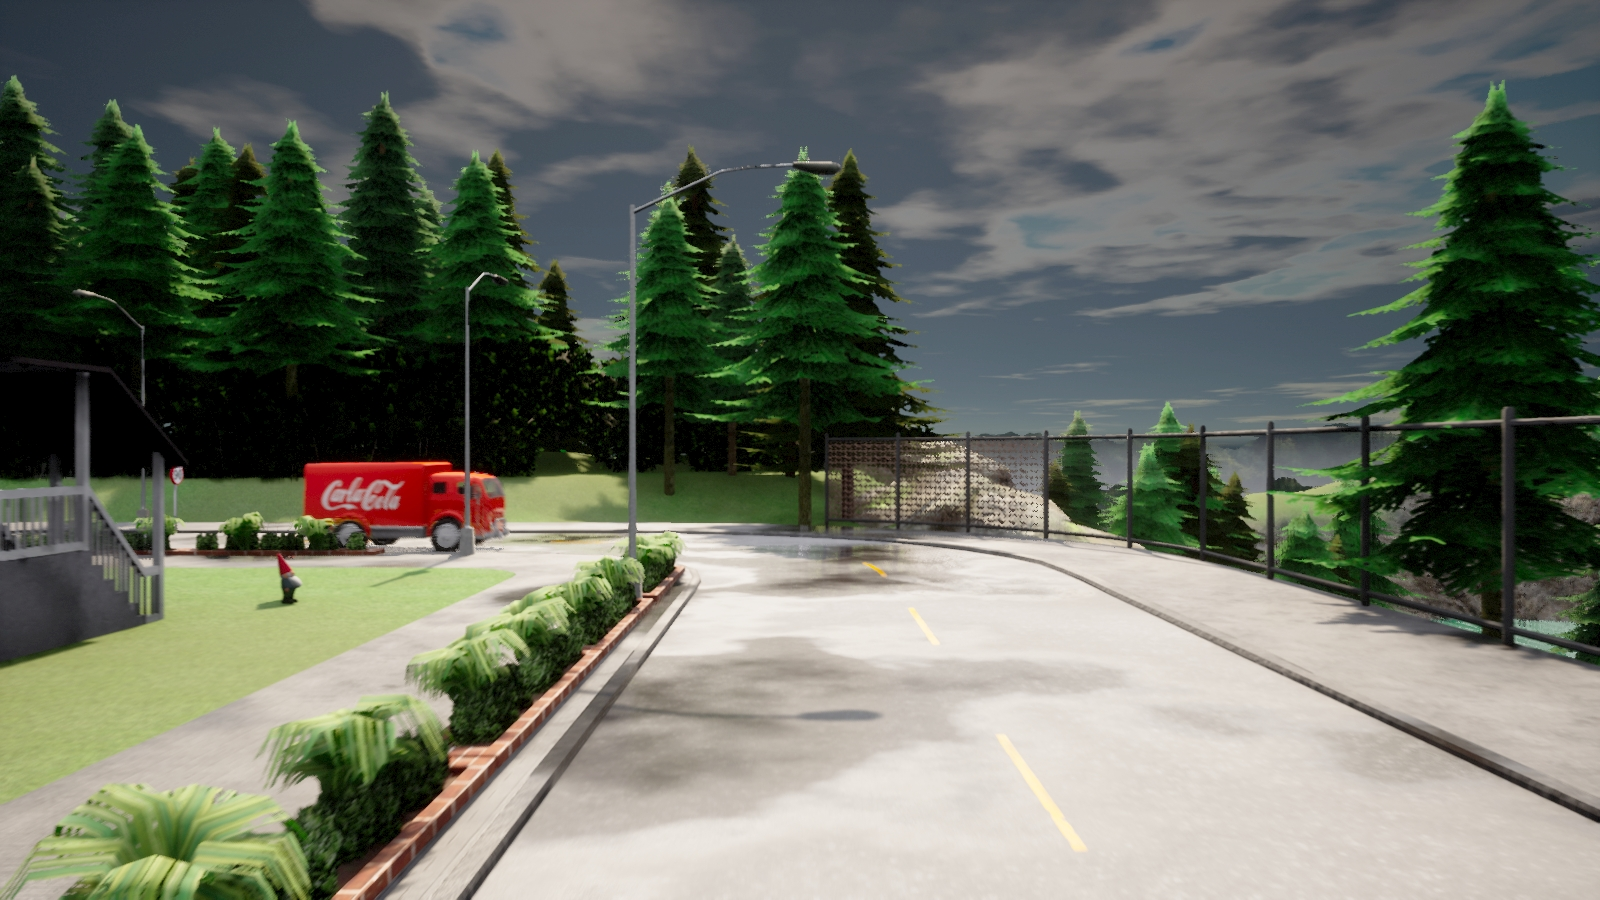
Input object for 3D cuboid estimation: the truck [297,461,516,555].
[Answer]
[{"bbox_3d":[-10.985,1.566,32.213,5.204,2.467,2.627,0,0,4],"label":"truck"}]
